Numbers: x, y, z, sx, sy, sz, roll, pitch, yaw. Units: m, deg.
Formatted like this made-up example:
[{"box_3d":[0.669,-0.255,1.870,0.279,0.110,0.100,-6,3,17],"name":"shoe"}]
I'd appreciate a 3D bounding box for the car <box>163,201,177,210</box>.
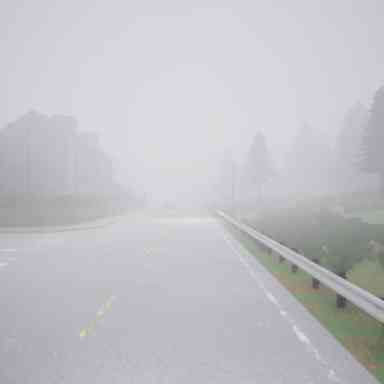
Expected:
[{"box_3d":[-3.491,2.140,52.671,1.994,1.385,4.181,0,-1,1],"name":"car"}]
